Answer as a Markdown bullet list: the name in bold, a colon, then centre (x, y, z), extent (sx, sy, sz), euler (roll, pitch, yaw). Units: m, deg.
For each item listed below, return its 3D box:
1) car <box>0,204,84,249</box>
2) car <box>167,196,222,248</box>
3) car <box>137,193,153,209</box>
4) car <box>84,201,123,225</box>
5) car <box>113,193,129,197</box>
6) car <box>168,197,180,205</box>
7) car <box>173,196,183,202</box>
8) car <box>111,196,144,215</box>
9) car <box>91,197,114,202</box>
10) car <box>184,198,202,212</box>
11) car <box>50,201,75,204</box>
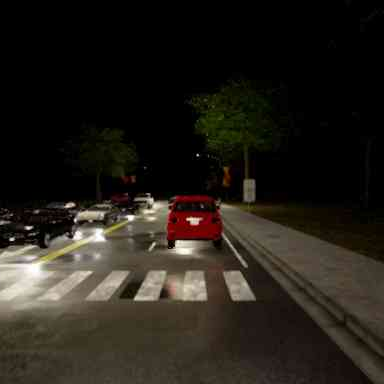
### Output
- **car**: centre (-6.596, 1.493, 14.618), extent (1.837, 1.490, 4.892), euler (0, 0, 0)
- **car**: centre (0.099, 1.210, 14.827), extent (2.150, 2.045, 5.566), euler (0, 0, 0)
- **car**: centre (-6.520, 1.204, 44.879), extent (2.150, 2.045, 5.566), euler (0, 0, 0)
- **car**: centre (-6.590, 1.584, 23.876), extent (1.895, 1.301, 4.718), euler (0, 0, 1)
- **car**: centre (-9.749, 1.204, 45.349), extent (2.150, 2.045, 5.566), euler (0, 0, 0)
- **car**: centre (-3.161, 1.586, 60.544), extent (1.895, 1.301, 4.718), euler (0, 0, 0)
- **car**: centre (-3.249, 1.541, 76.923), extent (1.994, 1.385, 4.181), euler (0, 0, 0)
- **car**: centre (-6.537, 1.486, 34.203), extent (1.837, 1.490, 4.892), euler (0, 0, 0)
- **car**: centre (-9.773, 1.529, 35.003), extent (2.033, 1.411, 5.357), euler (0, 0, 0)
- **car**: centre (0.100, 1.529, 40.140), extent (2.033, 1.411, 5.357), euler (0, 0, 0)
- **car**: centre (-9.835, 1.475, 24.825), extent (2.128, 1.511, 4.902), euler (0, 0, 0)
